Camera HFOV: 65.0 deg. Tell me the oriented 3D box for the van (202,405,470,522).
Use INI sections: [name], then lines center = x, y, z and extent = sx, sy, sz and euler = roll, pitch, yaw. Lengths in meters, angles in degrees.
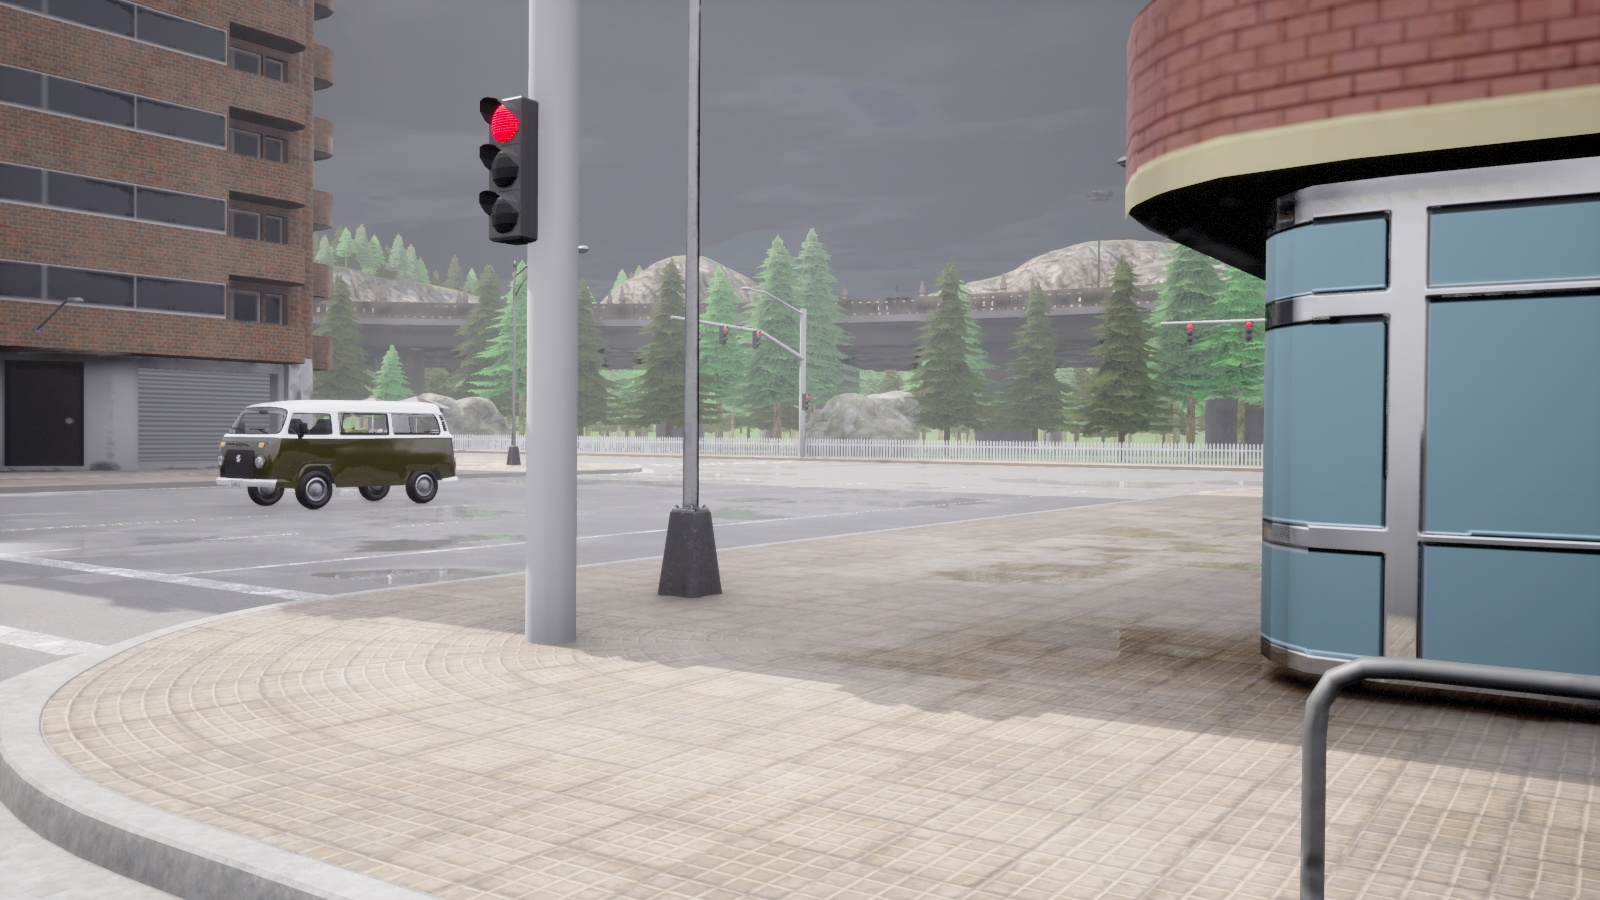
[van]
center = -8.850, 0.203, 24.340
extent = 2.069, 2.038, 4.480
euler = 0, 1, 34
